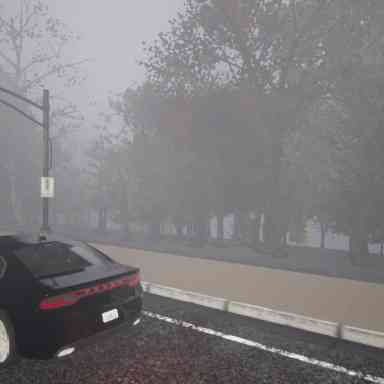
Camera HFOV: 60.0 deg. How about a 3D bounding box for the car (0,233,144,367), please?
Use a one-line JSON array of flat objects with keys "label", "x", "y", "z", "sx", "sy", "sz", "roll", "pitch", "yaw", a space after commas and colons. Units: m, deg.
[{"label": "car", "x": -3.063, "y": 1.477, "z": 5.864, "sx": 5.008, "sy": 1.535, "sz": 1.882, "roll": 0, "pitch": 0, "yaw": 37}]
